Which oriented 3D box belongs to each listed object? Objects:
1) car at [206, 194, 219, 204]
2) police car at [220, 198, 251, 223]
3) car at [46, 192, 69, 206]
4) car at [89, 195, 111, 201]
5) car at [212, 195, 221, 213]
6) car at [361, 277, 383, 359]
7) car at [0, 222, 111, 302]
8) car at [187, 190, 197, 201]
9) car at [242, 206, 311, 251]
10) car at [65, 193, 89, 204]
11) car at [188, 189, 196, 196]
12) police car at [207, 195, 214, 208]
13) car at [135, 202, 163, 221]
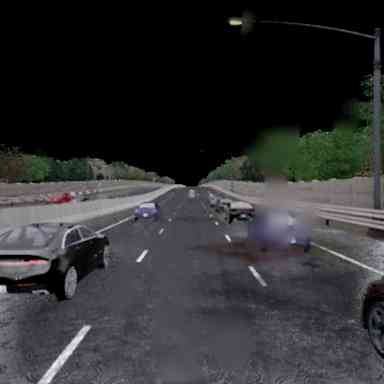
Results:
[{"bbox_3d":[3.522,1.208,58.005,1.837,1.490,4.892,0,1,0],"label":"car"},{"bbox_3d":[3.510,1.397,25.124,1.930,1.638,5.238,0,0,0],"label":"police car"},{"bbox_3d":[-21.033,1.027,52.689,2.150,2.045,5.566,0,1,1],"label":"car"},{"bbox_3d":[-14.048,1.302,52.389,2.128,1.511,4.902,0,1,0],"label":"car"},{"bbox_3d":[3.514,1.439,36.017,1.837,1.490,4.892,0,0,0],"label":"car"},{"bbox_3d":[3.501,1.434,3.010,2.033,1.649,4.856,0,0,0],"label":"car"},{"bbox_3d":[-3.397,1.496,8.269,2.128,1.511,4.902,0,0,0],"label":"car"},{"bbox_3d":[0.026,0.889,68.160,2.128,1.511,4.902,0,2,0],"label":"car"},{"bbox_3d":[3.506,1.526,14.012,1.812,1.442,4.674,0,0,0],"label":"car"},{"bbox_3d":[-17.533,1.303,52.293,2.128,1.511,4.902,0,1,1],"label":"car"},{"bbox_3d":[0.032,0.122,84.067,1.994,1.385,4.181,0,3,0],"label":"car"},{"bbox_3d":[3.518,1.384,47.016,2.038,1.542,4.974,0,1,0],"label":"police car"},{"bbox_3d":[-3.390,1.492,26.516,1.812,1.442,4.674,0,0,0],"label":"car"}]
